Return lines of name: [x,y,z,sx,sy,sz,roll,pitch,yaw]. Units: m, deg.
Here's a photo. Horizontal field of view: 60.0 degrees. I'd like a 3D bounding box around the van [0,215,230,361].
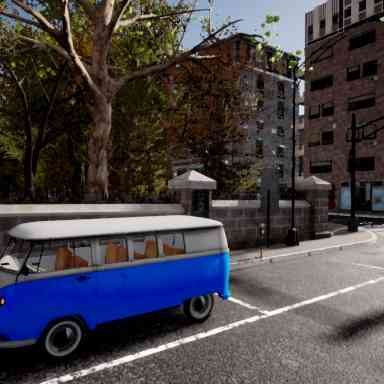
van: [-1.202,1.342,5.644,3.998,1.788,1.690,0,1,-36]
